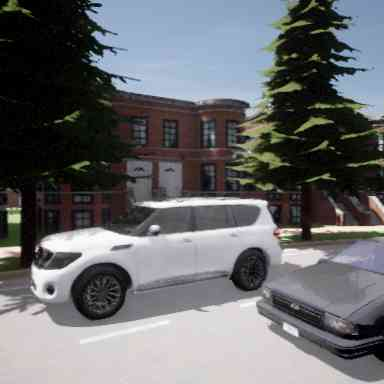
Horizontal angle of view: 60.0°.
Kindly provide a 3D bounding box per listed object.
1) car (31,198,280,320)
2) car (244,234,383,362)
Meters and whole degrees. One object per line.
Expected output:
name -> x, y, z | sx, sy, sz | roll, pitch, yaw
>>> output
car -> -0.518, 1.160, 7.459 | 5.566, 2.045, 2.150 | 0, 0, -29
car -> 3.754, 1.511, 5.784 | 5.357, 1.411, 2.033 | 0, 0, -26
